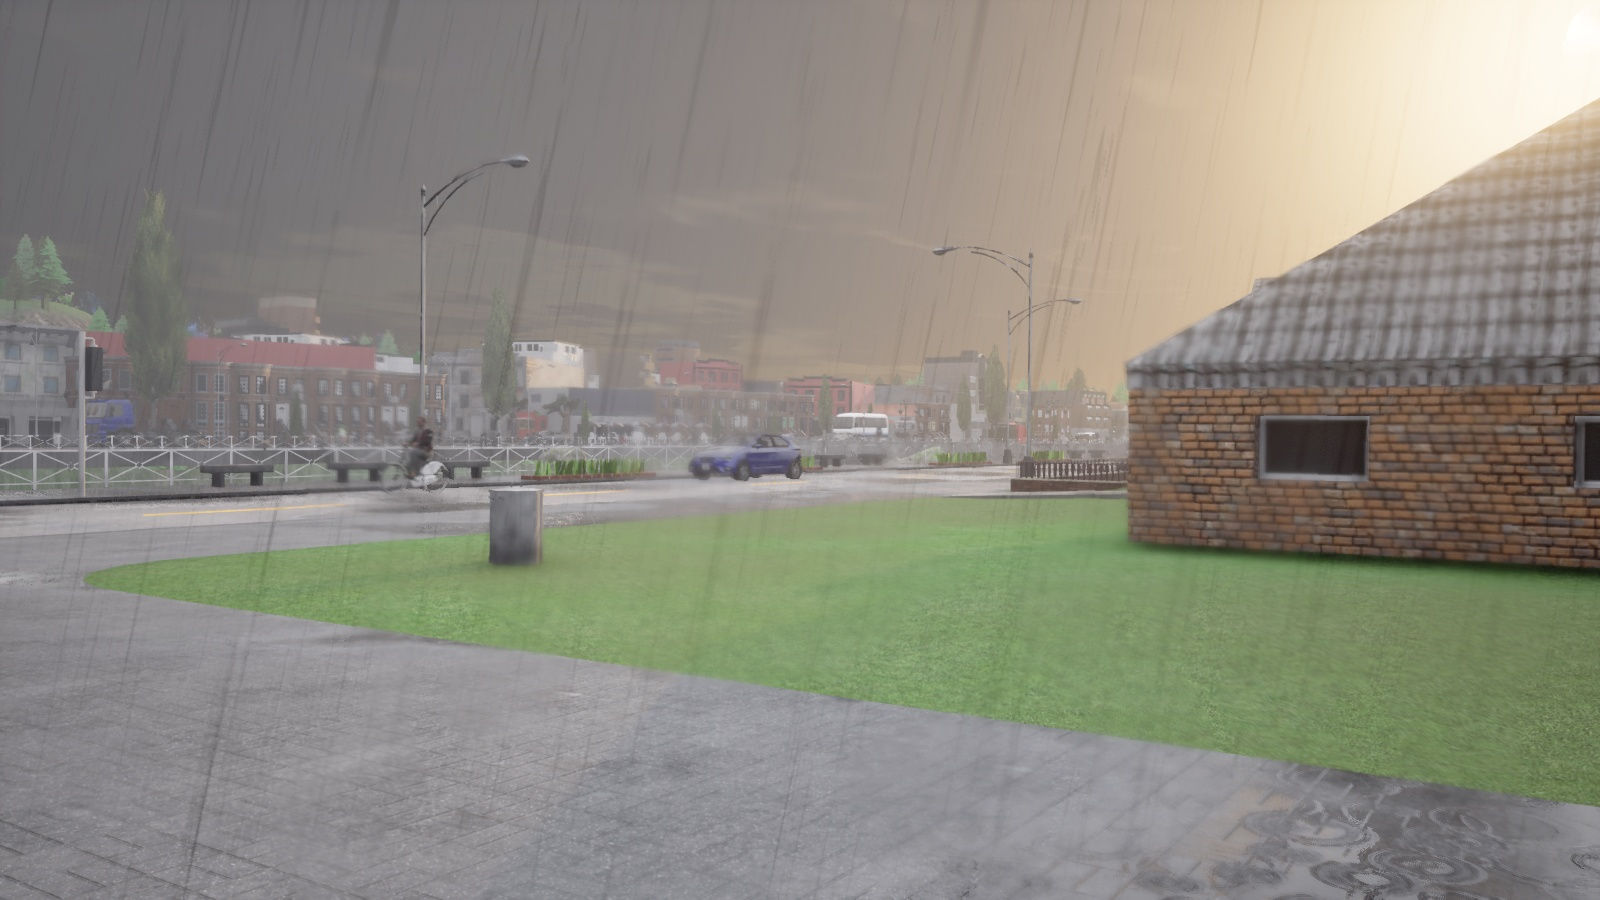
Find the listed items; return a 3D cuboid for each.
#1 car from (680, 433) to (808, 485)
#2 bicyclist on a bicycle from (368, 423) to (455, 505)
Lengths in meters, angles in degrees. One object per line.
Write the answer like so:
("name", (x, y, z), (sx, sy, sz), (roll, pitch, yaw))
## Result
("car", (-1.658, 0.232, 38.705), (1.816, 1.474, 4.193), (0, 1, 34))
("bicyclist on a bicycle", (-8.686, 0.297, 28.122), (0.659, 1.776, 1.843), (0, 1, 34))
